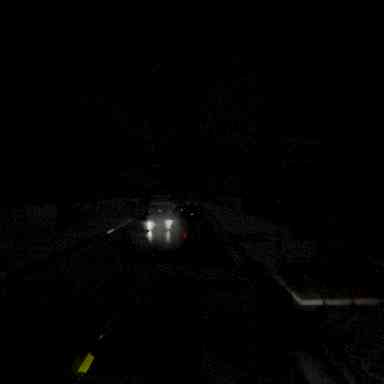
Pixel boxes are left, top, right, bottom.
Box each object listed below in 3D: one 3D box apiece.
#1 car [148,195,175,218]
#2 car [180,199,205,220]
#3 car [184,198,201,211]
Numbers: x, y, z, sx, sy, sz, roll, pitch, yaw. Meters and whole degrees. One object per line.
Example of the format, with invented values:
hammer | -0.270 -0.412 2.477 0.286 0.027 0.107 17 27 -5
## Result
car | -2.750 1.300 31.328 2.150 2.045 5.566 0 0 0
car | 0.025 1.556 28.457 2.128 1.511 4.902 0 0 0
car | 0.071 1.651 44.390 2.128 1.511 4.902 0 0 0
